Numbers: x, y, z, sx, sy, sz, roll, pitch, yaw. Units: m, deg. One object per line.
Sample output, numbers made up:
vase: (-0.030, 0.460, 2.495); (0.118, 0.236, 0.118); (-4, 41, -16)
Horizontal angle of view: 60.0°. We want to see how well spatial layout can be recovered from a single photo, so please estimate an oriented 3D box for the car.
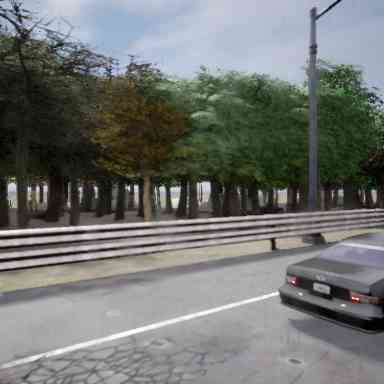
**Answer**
car: (4.072, 1.549, 6.655); (5.357, 1.411, 2.033); (0, 0, -35)
